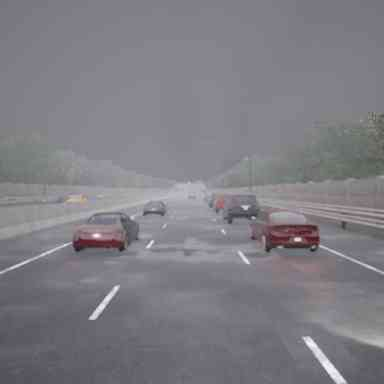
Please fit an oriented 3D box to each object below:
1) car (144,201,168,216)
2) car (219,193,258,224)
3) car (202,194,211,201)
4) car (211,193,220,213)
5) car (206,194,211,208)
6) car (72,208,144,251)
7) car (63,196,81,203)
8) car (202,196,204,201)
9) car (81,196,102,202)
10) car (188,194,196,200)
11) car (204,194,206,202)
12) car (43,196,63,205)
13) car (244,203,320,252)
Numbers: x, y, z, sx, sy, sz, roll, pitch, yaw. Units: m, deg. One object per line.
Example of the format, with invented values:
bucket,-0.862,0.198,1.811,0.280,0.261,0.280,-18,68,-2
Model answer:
car,-3.411,1.485,31.387,1.994,1.385,4.181,0,0,0
car,3.491,1.159,24.290,2.150,2.045,5.566,0,0,0
car,3.472,1.308,79.461,1.801,1.575,5.366,0,0,0
car,3.488,1.134,35.292,2.150,2.045,5.566,0,0,0
car,3.483,1.112,46.294,2.150,2.045,5.566,0,0,0
car,-3.405,1.527,13.882,1.994,1.385,4.181,0,0,0
car,-17.576,1.358,51.109,1.882,1.535,5.008,0,0,0
car,3.476,1.362,68.269,1.837,1.490,4.892,0,0,0
car,-14.087,1.451,48.322,1.994,1.385,4.181,0,0,0
car,-0.032,1.299,88.921,1.882,1.535,5.008,0,0,0
car,3.480,1.327,57.456,1.801,1.575,5.366,0,0,0
car,-21.075,1.385,51.050,1.837,1.490,4.892,0,0,1
car,3.598,1.441,13.757,1.882,1.535,5.008,0,0,0
